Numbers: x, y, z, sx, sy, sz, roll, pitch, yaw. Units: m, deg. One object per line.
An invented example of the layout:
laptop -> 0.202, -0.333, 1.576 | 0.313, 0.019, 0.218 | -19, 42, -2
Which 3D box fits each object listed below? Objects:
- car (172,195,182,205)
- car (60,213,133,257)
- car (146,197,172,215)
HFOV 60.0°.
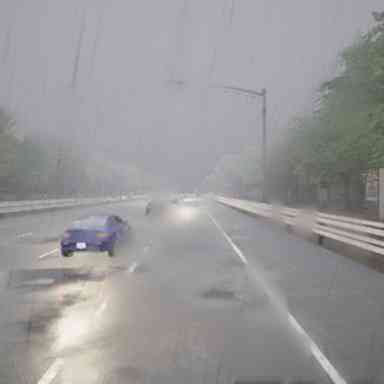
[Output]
car -> -3.480, 1.594, 60.656 | 2.033, 1.411, 5.357 | 0, 0, 0
car -> -3.503, 1.529, 12.823 | 1.812, 1.442, 4.674 | 0, 0, 0
car -> -3.507, 1.504, 33.498 | 2.128, 1.511, 4.902 | 0, 0, 0
